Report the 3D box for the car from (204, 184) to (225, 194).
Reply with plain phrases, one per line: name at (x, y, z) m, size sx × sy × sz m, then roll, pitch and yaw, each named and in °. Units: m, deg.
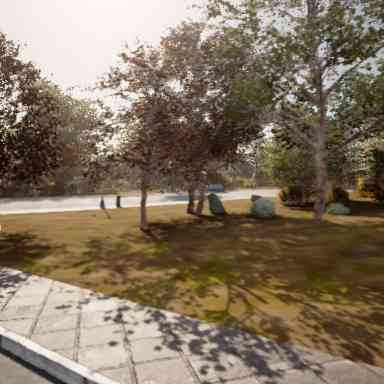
car at (3.259, -0.522, 55.461) m, size 4.674 × 1.442 × 1.812 m, roll -2°, pitch 3°, yaw -26°
